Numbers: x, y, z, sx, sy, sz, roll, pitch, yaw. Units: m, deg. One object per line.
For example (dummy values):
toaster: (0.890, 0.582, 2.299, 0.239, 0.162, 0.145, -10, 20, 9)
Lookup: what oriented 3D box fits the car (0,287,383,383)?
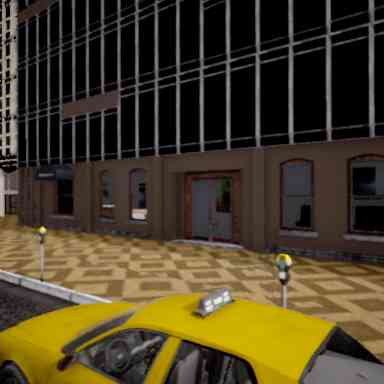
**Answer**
car: (-0.035, 1.523, 2.902, 4.829, 1.417, 1.752, 0, 0, 35)
